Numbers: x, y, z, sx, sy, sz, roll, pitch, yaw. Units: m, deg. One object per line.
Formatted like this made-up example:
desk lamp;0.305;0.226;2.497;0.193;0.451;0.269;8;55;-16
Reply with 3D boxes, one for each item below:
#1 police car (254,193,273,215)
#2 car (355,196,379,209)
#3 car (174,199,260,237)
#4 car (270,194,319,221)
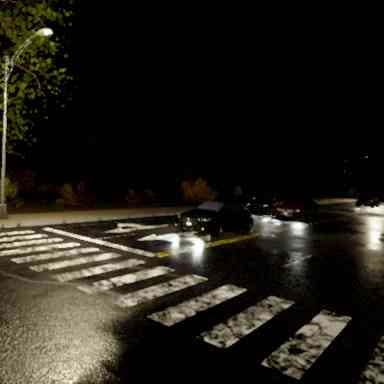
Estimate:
police car;6.200;0.926;26.726;2.038;1.542;4.974;4;2;39
car;21.635;1.202;40.860;2.033;1.411;5.357;4;2;39
car;1.120;1.131;15.345;1.994;1.385;4.181;4;2;39
car;7.503;1.120;23.318;1.812;1.442;4.674;4;3;38
